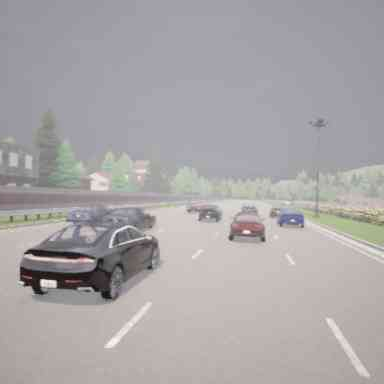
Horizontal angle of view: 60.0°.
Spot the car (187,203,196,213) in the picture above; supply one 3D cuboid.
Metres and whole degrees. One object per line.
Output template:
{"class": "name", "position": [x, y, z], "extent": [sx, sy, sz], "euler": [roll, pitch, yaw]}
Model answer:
{"class": "car", "position": [0.595, 2.153, 44.796], "extent": [1.895, 1.301, 4.718], "euler": [2, -1, 10]}

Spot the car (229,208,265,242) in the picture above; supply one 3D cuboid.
{"class": "car", "position": [3.110, 1.857, 18.677], "extent": [1.812, 1.442, 4.674], "euler": [2, -1, 10]}

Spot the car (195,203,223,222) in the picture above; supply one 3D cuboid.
{"class": "car", "position": [1.812, 1.944, 31.498], "extent": [1.837, 1.490, 4.892], "euler": [2, 0, 10]}

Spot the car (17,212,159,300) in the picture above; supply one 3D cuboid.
{"class": "car", "position": [-2.223, 1.516, 8.529], "extent": [2.128, 1.511, 4.902], "euler": [2, -1, 10]}

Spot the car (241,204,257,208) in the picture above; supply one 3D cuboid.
{"class": "car", "position": [6.928, 2.214, 40.393], "extent": [2.128, 1.511, 4.902], "euler": [2, -1, 10]}

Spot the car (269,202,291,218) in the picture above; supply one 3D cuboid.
{"class": "car", "position": [10.344, 2.332, 40.065], "extent": [2.128, 1.511, 4.902], "euler": [2, -1, 10]}

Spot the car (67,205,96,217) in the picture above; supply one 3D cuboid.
{"class": "car", "position": [-6.724, 1.588, 23.343], "extent": [2.033, 1.411, 5.357], "euler": [2, -1, 10]}

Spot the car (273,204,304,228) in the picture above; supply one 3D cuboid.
{"class": "car", "position": [8.298, 2.105, 28.277], "extent": [1.882, 1.535, 5.008], "euler": [2, 0, 11]}

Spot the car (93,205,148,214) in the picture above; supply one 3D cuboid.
{"class": "car", "position": [-3.706, 1.658, 20.307], "extent": [2.033, 1.411, 5.357], "euler": [2, -1, 10]}
